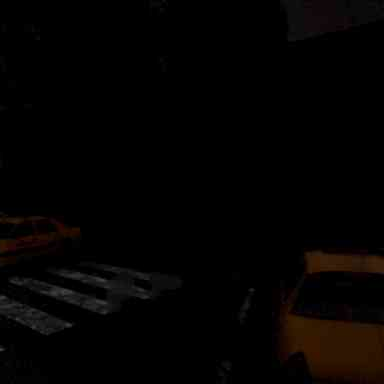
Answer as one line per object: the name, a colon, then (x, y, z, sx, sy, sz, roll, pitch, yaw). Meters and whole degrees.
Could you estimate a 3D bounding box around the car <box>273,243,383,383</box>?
car: (2.148, 1.484, 4.781, 1.946, 1.575, 5.366, 0, -1, 15)

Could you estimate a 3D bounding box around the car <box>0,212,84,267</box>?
car: (-5.290, 1.397, 9.656, 1.946, 1.575, 5.366, 1, 0, 16)
